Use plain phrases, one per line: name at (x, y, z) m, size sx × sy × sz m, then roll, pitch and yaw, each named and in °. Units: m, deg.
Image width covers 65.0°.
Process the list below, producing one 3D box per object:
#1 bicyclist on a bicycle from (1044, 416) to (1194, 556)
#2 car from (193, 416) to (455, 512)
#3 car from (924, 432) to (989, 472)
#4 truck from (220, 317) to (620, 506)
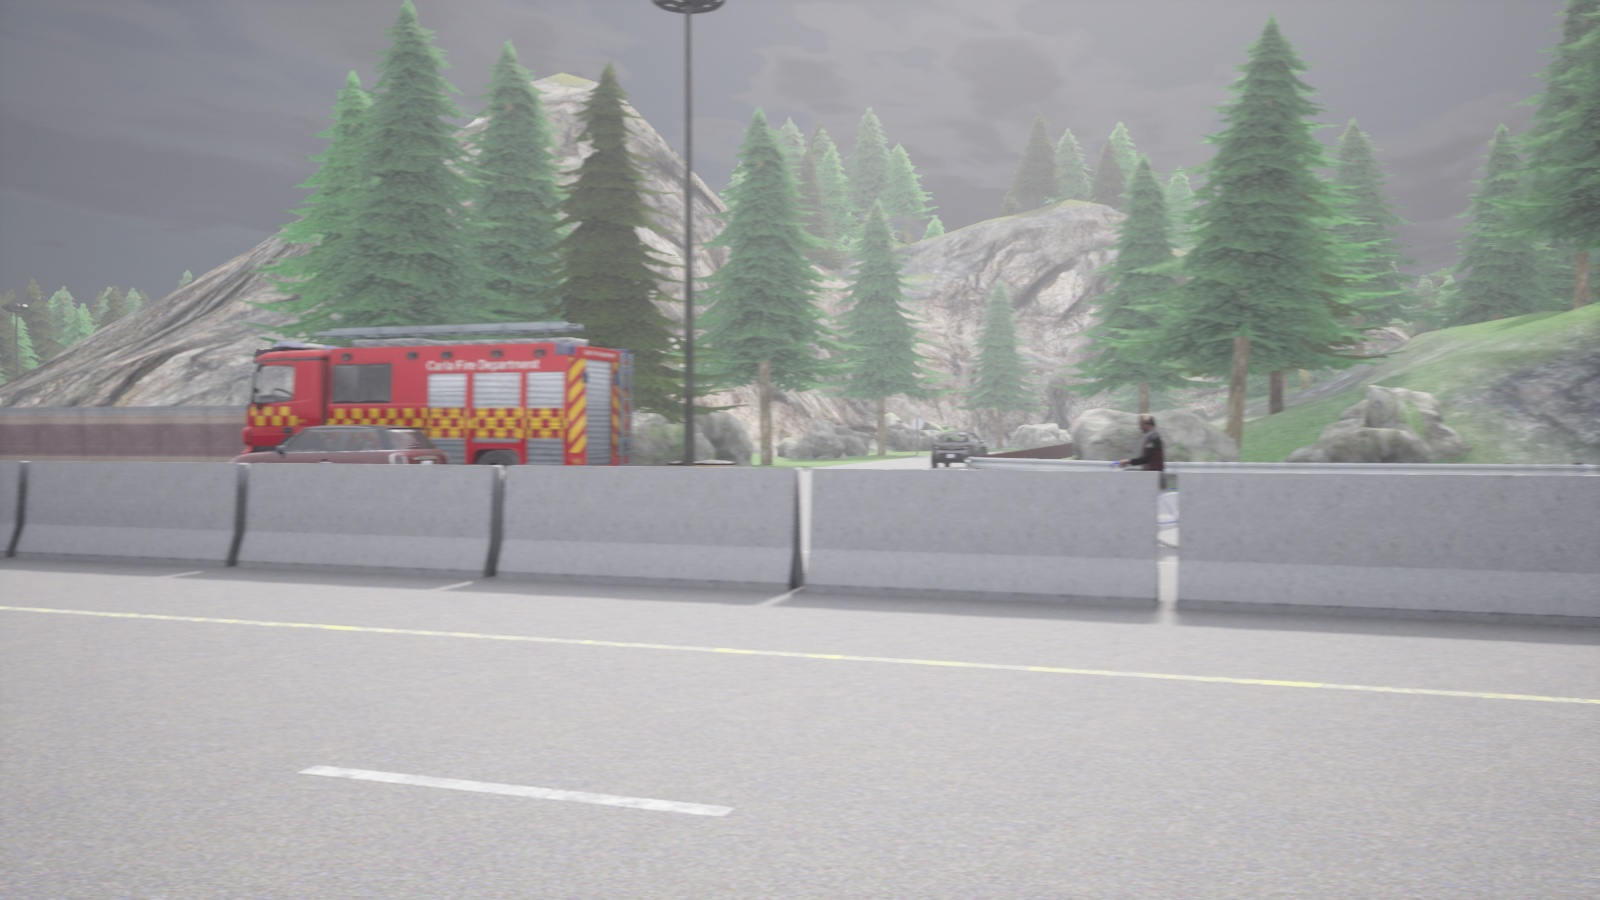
bicyclist on a bicycle at (4.203, 0.447, 16.546) m, size 1.843 × 1.776 × 0.659 m, roll 1°, pitch 1°, yaw 19°
car at (-9.379, 0.221, 24.818) m, size 4.553 × 1.767 × 2.097 m, roll 1°, pitch 1°, yaw 19°
car at (6.295, 0.044, 50.113) m, size 1.816 × 1.474 × 4.193 m, roll 1°, pitch 1°, yaw 17°
truck at (-8.539, -0.853, 28.214) m, size 8.468 × 3.827 × 2.891 m, roll 1°, pitch 1°, yaw 19°
